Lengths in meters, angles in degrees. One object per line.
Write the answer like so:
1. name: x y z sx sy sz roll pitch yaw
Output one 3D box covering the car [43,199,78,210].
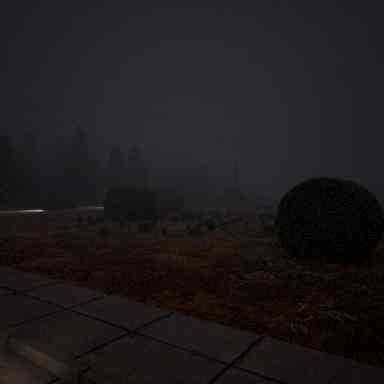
1. car: -16.700 1.555 42.286 1.994 1.385 4.181 0 0 37
